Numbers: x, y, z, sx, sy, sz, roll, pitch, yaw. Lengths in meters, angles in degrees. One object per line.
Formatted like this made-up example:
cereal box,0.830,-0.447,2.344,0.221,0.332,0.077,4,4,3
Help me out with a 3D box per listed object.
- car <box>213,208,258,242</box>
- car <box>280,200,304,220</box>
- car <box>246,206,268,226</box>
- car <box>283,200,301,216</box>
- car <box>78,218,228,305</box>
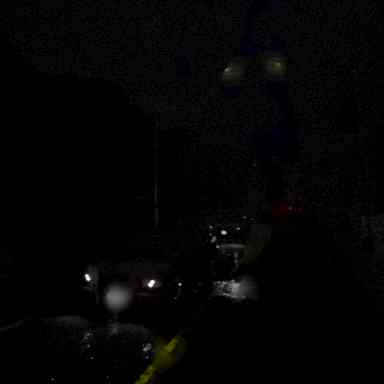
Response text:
car,2.126,1.782,17.726,1.994,1.385,4.181,0,-1,18
car,10.563,1.844,35.156,2.150,2.045,5.566,0,-1,18
car,5.224,1.920,27.683,1.837,1.490,4.892,0,-1,17
car,13.630,2.072,45.166,2.150,2.045,5.566,0,-1,17
car,-0.659,1.629,8.795,2.033,1.411,5.357,0,-1,17
